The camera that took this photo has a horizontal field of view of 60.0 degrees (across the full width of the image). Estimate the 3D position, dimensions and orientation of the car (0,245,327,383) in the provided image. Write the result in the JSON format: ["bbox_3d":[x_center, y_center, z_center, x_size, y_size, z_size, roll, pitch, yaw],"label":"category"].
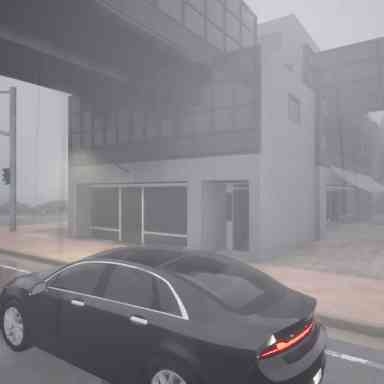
[{"bbox_3d":[-0.788,1.505,4.555,4.892,1.490,1.837,0,0,36],"label":"car"}]

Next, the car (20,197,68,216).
[{"bbox_3d":[-13.966,1.505,33.197,1.837,1.490,4.892,0,0,36],"label":"car"}]

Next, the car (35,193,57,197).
[{"bbox_3d":[-31.200,1.153,69.870,4.605,1.855,1.932,0,0,35],"label":"car"}]

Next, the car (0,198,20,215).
[{"bbox_3d":[-18.344,1.564,33.145,1.994,1.385,4.181,0,0,36],"label":"car"}]

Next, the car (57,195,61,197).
[{"bbox_3d":[-29.471,1.364,72.196,3.905,1.438,1.784,0,0,35],"label":"car"}]
